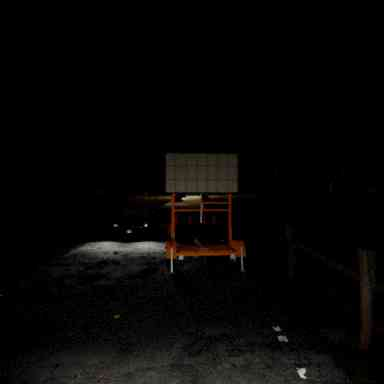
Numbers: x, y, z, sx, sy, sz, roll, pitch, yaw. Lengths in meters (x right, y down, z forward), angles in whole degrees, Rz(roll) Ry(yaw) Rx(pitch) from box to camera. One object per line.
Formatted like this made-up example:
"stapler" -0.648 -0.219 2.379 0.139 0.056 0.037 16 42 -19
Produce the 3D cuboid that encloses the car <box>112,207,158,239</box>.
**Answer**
"car" -2.822 1.510 17.281 1.812 1.442 4.674 0 0 0

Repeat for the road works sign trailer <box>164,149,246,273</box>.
"road works sign trailer" 0.291 0.456 10.682 2.380 3.560 2.880 0 0 -6

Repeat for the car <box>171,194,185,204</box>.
"car" -2.725 1.293 59.696 1.882 1.535 5.008 0 0 0
